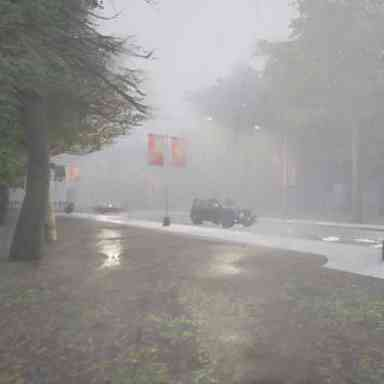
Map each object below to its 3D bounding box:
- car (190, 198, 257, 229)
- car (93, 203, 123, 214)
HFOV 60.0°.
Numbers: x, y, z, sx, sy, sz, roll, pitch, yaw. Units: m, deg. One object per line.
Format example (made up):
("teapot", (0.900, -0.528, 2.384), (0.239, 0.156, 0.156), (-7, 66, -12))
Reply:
("car", (2.068, 1.435, 23.789), (2.150, 2.045, 5.566), (1, -1, -35))
("car", (-10.931, 2.148, 42.256), (1.895, 1.301, 4.718), (1, -1, -35))
